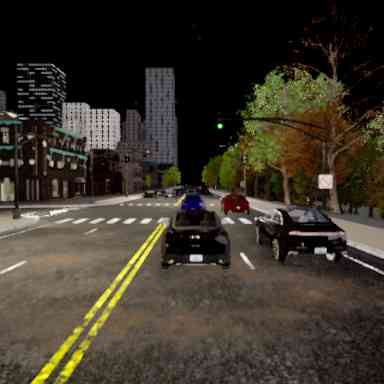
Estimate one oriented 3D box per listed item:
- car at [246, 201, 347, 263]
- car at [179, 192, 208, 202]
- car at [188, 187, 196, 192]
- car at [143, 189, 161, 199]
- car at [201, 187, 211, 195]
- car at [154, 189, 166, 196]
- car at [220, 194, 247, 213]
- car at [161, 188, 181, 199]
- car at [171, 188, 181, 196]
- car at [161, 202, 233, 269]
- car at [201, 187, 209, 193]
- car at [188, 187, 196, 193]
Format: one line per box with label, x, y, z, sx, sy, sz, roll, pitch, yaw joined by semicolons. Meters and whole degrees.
car;3.348;1.256;11.050;2.128;1.511;4.902;0;1;0
car;0.096;0.977;25.893;1.812;1.442;4.674;0;1;0
car;-0.019;-0.088;75.505;2.128;1.511;4.902;0;1;0
car;-6.580;0.439;53.034;1.994;1.385;4.181;0;1;0
car;3.231;-0.068;75.924;1.994;1.385;4.181;0;1;0
car;-6.518;0.069;68.111;2.128;1.511;4.902;0;1;0
car;3.343;0.916;26.488;1.882;1.535;5.008;0;1;0
car;-3.331;0.362;53.293;2.128;1.511;4.902;0;1;0
car;-3.266;0.046;68.383;1.837;1.490;4.892;0;2;0
car;0.098;1.283;10.346;1.837;1.490;4.892;0;1;0
car;3.230;-0.495;85.919;1.837;1.490;4.892;0;1;0
car;-0.020;-0.471;85.919;1.812;1.442;4.674;0;1;0
